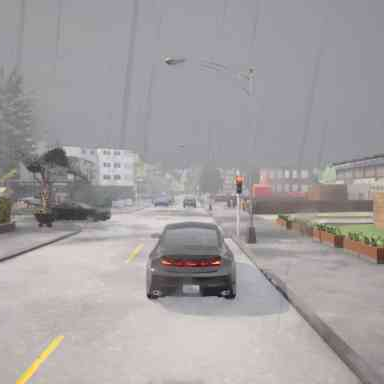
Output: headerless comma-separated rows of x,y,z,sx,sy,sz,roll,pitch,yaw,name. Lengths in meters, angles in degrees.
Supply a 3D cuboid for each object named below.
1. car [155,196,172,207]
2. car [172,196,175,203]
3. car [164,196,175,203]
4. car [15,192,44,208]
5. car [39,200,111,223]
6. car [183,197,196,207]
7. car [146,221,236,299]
-4.571,1.477,50.588,1.882,1.535,5.008,0,0,0,car
-4.637,1.477,60.001,1.882,1.535,5.008,0,0,0,car
-4.665,1.525,70.431,2.128,1.511,4.902,0,0,-1,car
-20.154,0.985,42.086,1.905,1.878,3.866,0,0,34,car
-8.523,1.477,24.944,5.008,1.535,1.882,0,-1,15,car
-0.366,1.491,50.219,2.128,1.511,4.902,0,0,-1,car
-0.016,1.505,8.424,1.837,1.490,4.892,0,0,0,car
